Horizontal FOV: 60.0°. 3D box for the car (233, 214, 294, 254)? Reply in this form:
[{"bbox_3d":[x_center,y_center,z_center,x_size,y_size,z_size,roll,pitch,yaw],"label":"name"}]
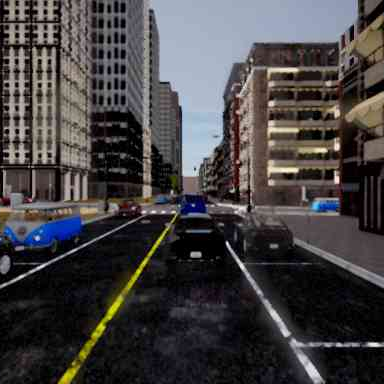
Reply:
[{"bbox_3d":[2.690,1.536,13.095,2.008,1.369,4.403,0,0,0],"label":"car"}]

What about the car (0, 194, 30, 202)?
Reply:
[{"bbox_3d":[-21.131,1.029,40.824,4.097,1.590,1.967,1,-1,0],"label":"car"}]

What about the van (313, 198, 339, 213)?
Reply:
[{"bbox_3d":[16.930,1.664,40.774,3.998,1.788,1.690,1,-1,0],"label":"van"}]

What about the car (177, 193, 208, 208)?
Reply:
[{"bbox_3d":[0.101,1.190,29.545,2.150,2.045,5.566,0,0,0],"label":"car"}]

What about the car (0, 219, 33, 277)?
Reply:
[{"bbox_3d":[-5.691,1.542,7.447,2.008,1.369,4.403,0,0,0],"label":"car"}]

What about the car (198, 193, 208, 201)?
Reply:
[{"bbox_3d":[2.691,1.258,79.170,2.192,1.841,5.009,0,0,0],"label":"car"}]

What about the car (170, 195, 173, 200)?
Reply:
[{"bbox_3d":[-5.689,1.466,84.550,1.752,1.417,4.829,0,0,0],"label":"car"}]

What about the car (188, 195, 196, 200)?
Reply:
[{"bbox_3d":[0.004,1.465,89.929,1.994,1.385,4.181,0,0,0],"label":"car"}]

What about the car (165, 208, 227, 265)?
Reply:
[{"bbox_3d":[0.100,1.490,11.533,1.837,1.490,4.892,0,0,0],"label":"car"}]

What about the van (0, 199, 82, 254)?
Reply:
[{"bbox_3d":[-5.691,1.326,13.096,1.690,1.788,3.998,0,0,0],"label":"van"}]

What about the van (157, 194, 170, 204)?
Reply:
[{"bbox_3d":[-5.690,1.289,62.516,1.690,1.788,3.998,0,0,0],"label":"van"}]

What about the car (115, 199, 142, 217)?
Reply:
[{"bbox_3d":[-5.691,1.410,30.042,1.967,1.590,4.097,0,0,0],"label":"car"}]

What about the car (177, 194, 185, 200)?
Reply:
[{"bbox_3d":[-2.998,1.418,88.910,1.882,1.535,5.008,0,0,0],"label":"car"}]
